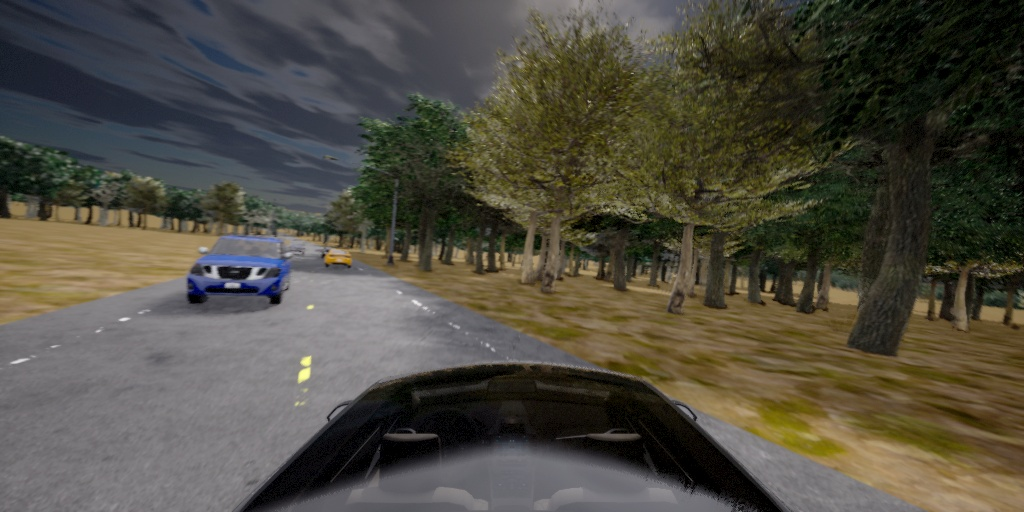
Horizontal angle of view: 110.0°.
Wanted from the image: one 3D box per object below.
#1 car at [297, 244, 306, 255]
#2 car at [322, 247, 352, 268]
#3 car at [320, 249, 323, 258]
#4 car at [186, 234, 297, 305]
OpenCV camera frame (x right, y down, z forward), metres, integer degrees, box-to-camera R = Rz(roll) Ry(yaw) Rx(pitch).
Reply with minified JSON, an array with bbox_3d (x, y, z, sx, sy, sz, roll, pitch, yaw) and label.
[{"bbox_3d":[-29.284,-0.906,49.004,2.033,1.411,5.357,5,0,-29],"label":"car"},{"bbox_3d":[-15.066,0.144,31.047,1.882,1.535,5.008,5,-1,-29],"label":"car"},{"bbox_3d":[-22.796,-0.431,44.842,1.837,1.490,4.892,5,0,-29],"label":"car"},{"bbox_3d":[-8.735,0.336,11.988,2.150,2.045,5.566,5,0,-29],"label":"car"}]
